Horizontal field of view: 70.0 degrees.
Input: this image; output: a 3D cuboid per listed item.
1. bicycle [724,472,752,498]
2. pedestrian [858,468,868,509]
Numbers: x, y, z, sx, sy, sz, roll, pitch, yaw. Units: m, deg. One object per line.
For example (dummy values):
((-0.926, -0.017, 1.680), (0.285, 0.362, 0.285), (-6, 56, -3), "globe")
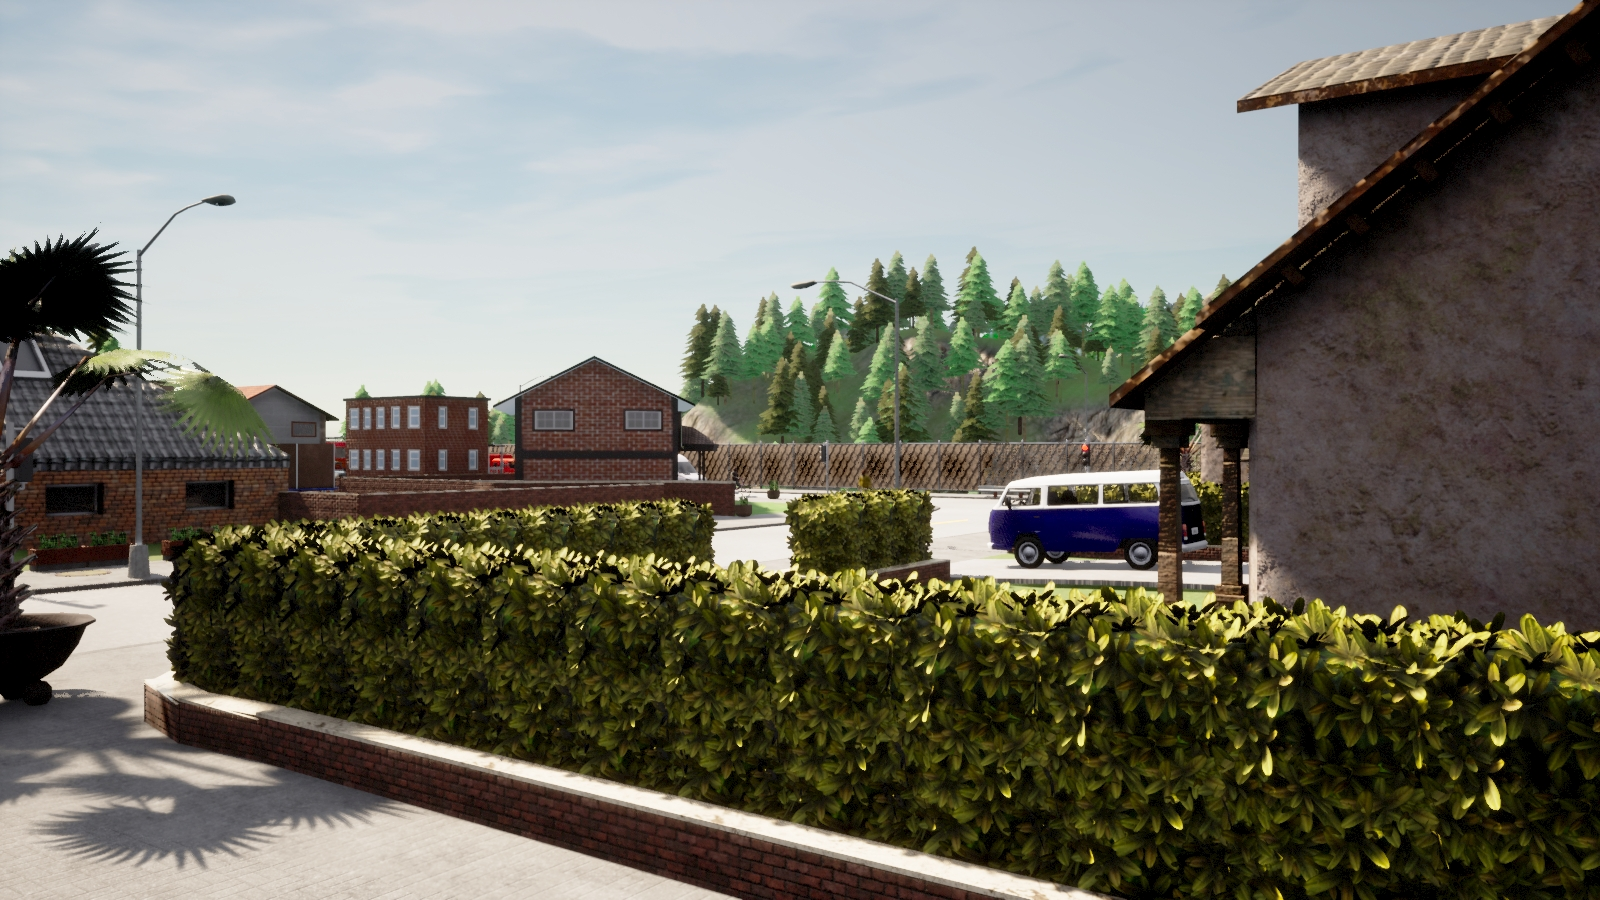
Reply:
((-3.643, 2.044, 67.431), (1.835, 1.471, 0.329), (0, 0, 35), "bicycle")
((2.879, 1.734, 51.889), (0.375, 1.860, 0.375), (0, 0, 18), "pedestrian")
